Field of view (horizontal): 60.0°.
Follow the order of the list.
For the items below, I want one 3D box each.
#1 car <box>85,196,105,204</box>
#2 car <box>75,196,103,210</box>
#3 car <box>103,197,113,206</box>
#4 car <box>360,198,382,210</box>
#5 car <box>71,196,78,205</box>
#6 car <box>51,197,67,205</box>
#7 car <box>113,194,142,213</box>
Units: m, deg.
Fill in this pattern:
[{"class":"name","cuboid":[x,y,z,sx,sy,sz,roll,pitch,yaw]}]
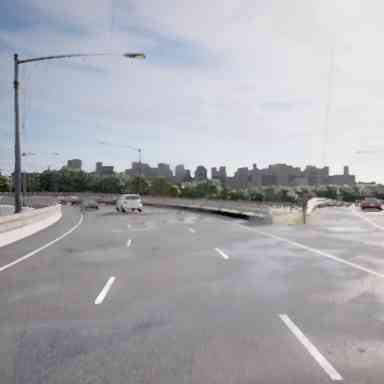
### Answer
[{"class":"car","cuboid":[-19.432,1.568,66.629,2.128,1.511,4.902,-1,0,-40]},{"class":"car","cuboid":[-14.023,1.701,45.149,2.033,1.411,5.357,-1,0,-27]},{"class":"car","cuboid":[-13.584,1.647,58.304,1.837,1.490,4.892,-1,0,-34]},{"class":"car","cuboid":[20.272,1.342,37.798,1.994,1.385,4.181,-1,-1,24]},{"class":"car","cuboid":[-21.384,1.591,63.427,2.097,1.767,4.553,-1,0,-37]},{"class":"car","cuboid":[-25.083,1.785,62.480,1.837,1.490,4.892,-1,0,-40]},{"class":"car","cuboid":[-7.403,1.296,38.782,2.150,2.045,5.566,0,0,-22]}]
